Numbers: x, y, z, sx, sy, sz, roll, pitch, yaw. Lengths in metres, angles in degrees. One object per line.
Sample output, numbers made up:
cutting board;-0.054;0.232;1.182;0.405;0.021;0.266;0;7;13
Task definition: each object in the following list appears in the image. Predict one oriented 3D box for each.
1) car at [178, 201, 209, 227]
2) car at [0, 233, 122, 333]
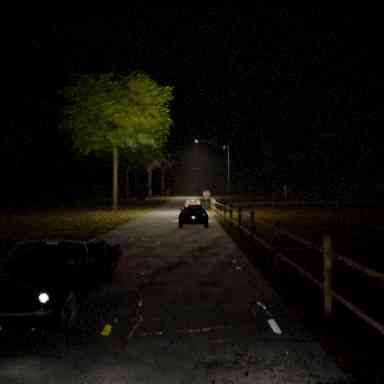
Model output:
car;0.100;1.554;22.586;1.994;1.385;4.181;0;0;0
car;-2.848;1.597;6.903;1.895;1.301;4.718;0;0;0
